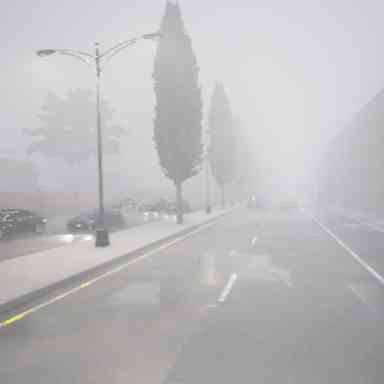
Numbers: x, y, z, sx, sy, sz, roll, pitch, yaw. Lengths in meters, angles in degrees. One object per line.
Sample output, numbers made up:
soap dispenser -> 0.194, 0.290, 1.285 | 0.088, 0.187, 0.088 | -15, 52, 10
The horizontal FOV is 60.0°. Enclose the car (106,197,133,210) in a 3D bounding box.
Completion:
car -> -6.611, 1.240, 30.918 | 1.837, 1.490, 4.892 | -2, 0, 15

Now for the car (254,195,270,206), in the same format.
car -> 10.335, 1.205, 49.044 | 1.994, 1.385, 4.181 | -2, 0, 15

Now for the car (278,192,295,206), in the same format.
car -> 13.147, 0.921, 46.336 | 2.097, 1.767, 4.553 | -2, 0, 16

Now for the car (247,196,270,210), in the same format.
car -> 7.435, 1.228, 38.362 | 2.128, 1.511, 4.902 | -2, 0, 15

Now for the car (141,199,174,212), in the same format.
car -> -4.060, 1.589, 40.314 | 2.033, 1.411, 5.357 | -2, 0, 16

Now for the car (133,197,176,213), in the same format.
car -> -3.234, 1.175, 30.001 | 1.812, 1.442, 4.674 | -2, 0, 15

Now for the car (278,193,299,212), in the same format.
car -> 9.907, 1.154, 34.283 | 1.882, 1.535, 5.008 | -2, 0, 15

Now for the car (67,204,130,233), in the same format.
car -> -5.861, 1.686, 20.654 | 1.994, 1.385, 4.181 | -2, 0, 15

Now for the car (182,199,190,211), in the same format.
car -> -1.560, 1.472, 36.313 | 2.128, 1.511, 4.902 | -2, 0, 16

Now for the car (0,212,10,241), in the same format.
car -> -8.619, 1.691, 10.519 | 1.882, 1.535, 5.008 | -2, 0, 15

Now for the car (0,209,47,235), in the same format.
car -> -10.142, 1.746, 18.257 | 1.837, 1.490, 4.892 | -2, 0, 15
